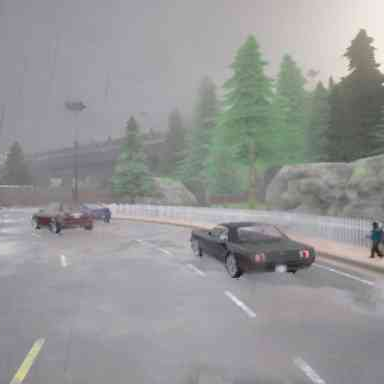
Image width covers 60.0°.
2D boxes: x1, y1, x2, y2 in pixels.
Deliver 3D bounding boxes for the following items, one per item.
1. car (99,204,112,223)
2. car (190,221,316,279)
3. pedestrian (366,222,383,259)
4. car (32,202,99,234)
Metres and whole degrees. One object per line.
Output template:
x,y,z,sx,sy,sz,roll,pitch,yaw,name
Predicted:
-7.536,1.498,23.917,1.812,1.442,4.674,-1,0,-45,car
1.440,1.536,9.987,1.895,1.301,4.718,-1,0,-18,car
5.446,1.411,9.804,0.500,1.100,0.500,-1,0,-16,pedestrian
-7.648,1.347,19.468,2.097,1.767,4.553,-1,0,-43,car
